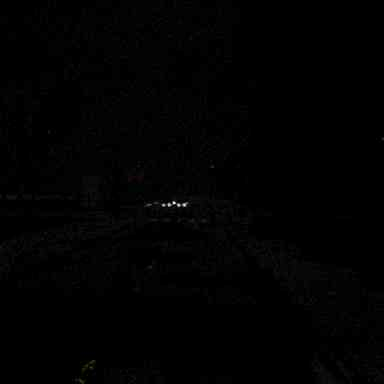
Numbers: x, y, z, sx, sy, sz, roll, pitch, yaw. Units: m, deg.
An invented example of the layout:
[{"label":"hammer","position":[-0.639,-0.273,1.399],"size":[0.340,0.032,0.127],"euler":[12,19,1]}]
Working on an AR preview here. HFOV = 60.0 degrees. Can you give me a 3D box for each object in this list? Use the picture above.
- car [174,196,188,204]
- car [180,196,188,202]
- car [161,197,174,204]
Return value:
[{"label":"car","position":[-2.260,1.905,72.509],"size":[1.994,1.385,4.181],"euler":[0,0,0]},{"label":"car","position":[-2.139,1.885,88.107],"size":[1.882,1.535,5.008],"euler":[0,0,0]},{"label":"car","position":[-5.509,1.900,72.536],"size":[1.994,1.385,4.181],"euler":[0,0,0]}]
